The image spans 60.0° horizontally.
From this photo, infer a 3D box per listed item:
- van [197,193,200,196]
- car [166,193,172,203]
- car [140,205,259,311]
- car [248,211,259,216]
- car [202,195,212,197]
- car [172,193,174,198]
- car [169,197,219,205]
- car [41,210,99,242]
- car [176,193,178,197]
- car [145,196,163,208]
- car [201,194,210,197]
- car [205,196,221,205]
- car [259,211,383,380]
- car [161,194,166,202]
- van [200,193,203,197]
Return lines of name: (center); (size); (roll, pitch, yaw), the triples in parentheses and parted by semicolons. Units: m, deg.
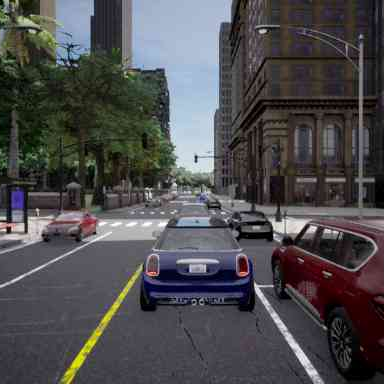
van: (2.717, 1.282, 80.647); (1.690, 1.788, 3.998); (0, 0, 0)
car: (-5.803, 1.396, 69.821); (1.967, 1.590, 4.097); (0, 0, 0)
car: (0.098, 1.351, 7.915); (2.097, 1.767, 4.553); (0, 0, 0)
car: (2.750, 1.562, 16.267); (1.947, 1.339, 4.313); (0, 0, 0)
car: (2.734, 1.544, 48.125); (1.947, 1.339, 4.313); (0, 0, 0)
car: (-5.806, 1.264, 75.242); (2.192, 1.841, 5.009); (0, 0, 0)
car: (0.091, 1.348, 17.449); (2.097, 1.767, 4.553); (0, 0, 0)
car: (-5.775, 1.578, 16.281); (1.802, 1.307, 4.206); (0, 0, 0)
car: (-5.814, 1.239, 91.502); (2.192, 1.841, 5.009); (0, 0, 0)
car: (-5.791, 1.529, 48.140); (2.008, 1.369, 4.403); (0, 0, 0)
car: (2.731, 1.499, 53.715); (1.752, 1.417, 4.829); (0, 0, 0)
car: (2.737, 1.548, 42.704); (1.947, 1.339, 4.313); (0, 0, 0)
car: (2.755, 1.314, 5.417); (2.192, 1.841, 5.009); (0, 0, 0)
car: (-5.795, 1.414, 53.560); (1.967, 1.590, 4.097); (0, 0, 0)
van: (2.728, 1.310, 58.965); (1.690, 1.788, 3.998); (0, 0, 0)
